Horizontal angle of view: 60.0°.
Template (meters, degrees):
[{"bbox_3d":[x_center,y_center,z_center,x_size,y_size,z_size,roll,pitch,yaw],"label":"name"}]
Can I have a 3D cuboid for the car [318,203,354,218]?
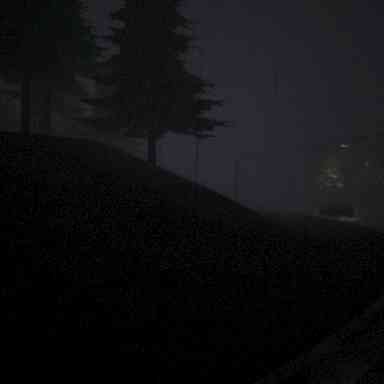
[{"bbox_3d":[15.591,1.952,36.279,1.882,1.535,5.008,1,-1,-4],"label":"car"}]
